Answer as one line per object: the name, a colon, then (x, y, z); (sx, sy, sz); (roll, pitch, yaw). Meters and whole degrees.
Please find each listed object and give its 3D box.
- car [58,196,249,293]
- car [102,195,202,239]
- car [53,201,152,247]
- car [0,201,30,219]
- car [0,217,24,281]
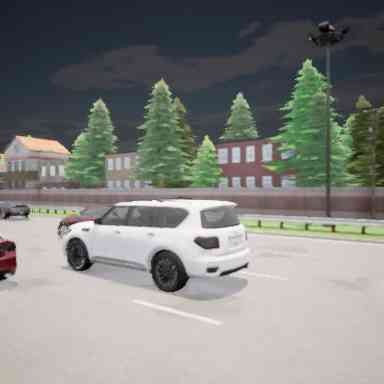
car: (-1.187, 1.220, 9.102); (5.566, 2.045, 2.150); (0, 0, 36)
car: (-2.339, 1.217, 18.547); (5.566, 2.045, 2.150); (0, 0, 36)
car: (-4.262, 1.346, 15.616); (4.553, 1.767, 2.097); (0, 0, 36)
car: (-15.584, 1.480, 27.991); (4.902, 1.511, 2.128); (0, 0, 36)
car: (-6.493, 1.473, 8.605); (5.008, 1.535, 1.882); (0, 0, 36)
